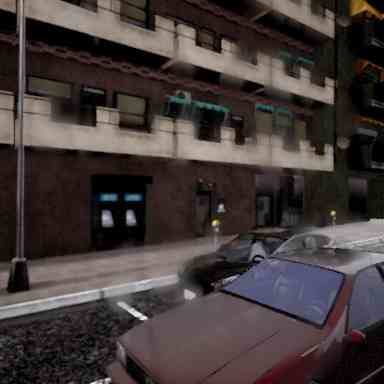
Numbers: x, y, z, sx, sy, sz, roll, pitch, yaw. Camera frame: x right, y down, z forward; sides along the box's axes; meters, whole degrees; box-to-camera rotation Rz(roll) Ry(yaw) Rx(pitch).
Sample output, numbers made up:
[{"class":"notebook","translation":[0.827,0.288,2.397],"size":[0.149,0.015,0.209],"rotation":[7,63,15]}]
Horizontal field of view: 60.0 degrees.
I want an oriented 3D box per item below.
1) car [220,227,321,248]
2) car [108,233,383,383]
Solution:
[{"class":"car","translation":[1.748,1.502,7.323],"size":[4.313,1.339,1.947],"rotation":[-1,2,-35]},{"class":"car","translation":[1.747,1.503,4.318],"size":[5.357,1.411,2.033],"rotation":[-1,0,-35]}]
